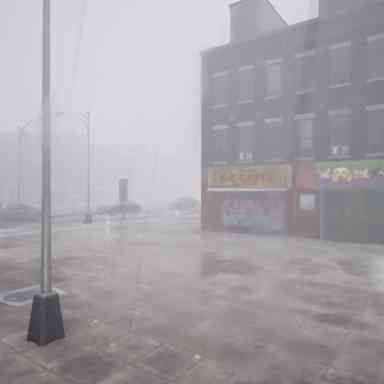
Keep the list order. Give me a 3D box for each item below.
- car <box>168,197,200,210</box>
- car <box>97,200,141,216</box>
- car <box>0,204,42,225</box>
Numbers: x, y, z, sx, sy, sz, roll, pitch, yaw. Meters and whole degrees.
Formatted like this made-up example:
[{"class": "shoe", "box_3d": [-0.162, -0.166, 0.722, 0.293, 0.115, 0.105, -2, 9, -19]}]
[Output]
[{"class": "car", "box_3d": [-0.924, 1.382, 40.217, 1.837, 1.490, 4.892, 0, 0, 36]}, {"class": "car", "box_3d": [-6.881, 1.439, 31.801, 1.812, 1.442, 4.674, 0, 0, 35]}, {"class": "car", "box_3d": [-12.753, 1.515, 23.489, 1.994, 1.385, 4.181, 0, 0, 36]}]
